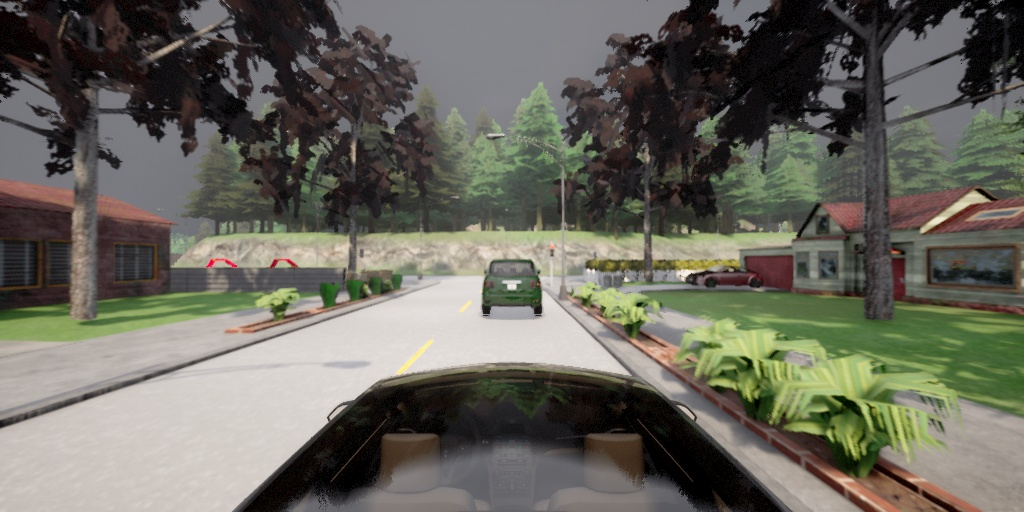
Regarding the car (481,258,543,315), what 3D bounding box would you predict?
[{"bbox_3d":[0.010,1.114,14.395,2.150,2.045,5.566,0,0,0],"label":"car"}]
